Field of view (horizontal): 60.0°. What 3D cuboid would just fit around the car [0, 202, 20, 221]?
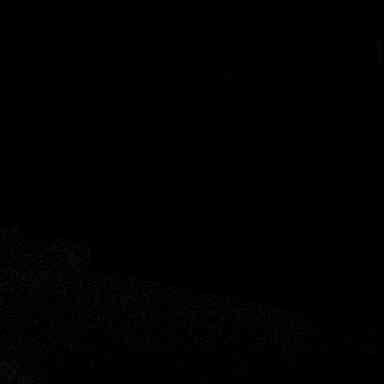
[{"bbox_3d":[-14.523,1.518,24.811,1.812,1.442,4.674,0,0,36],"label":"car"}]
